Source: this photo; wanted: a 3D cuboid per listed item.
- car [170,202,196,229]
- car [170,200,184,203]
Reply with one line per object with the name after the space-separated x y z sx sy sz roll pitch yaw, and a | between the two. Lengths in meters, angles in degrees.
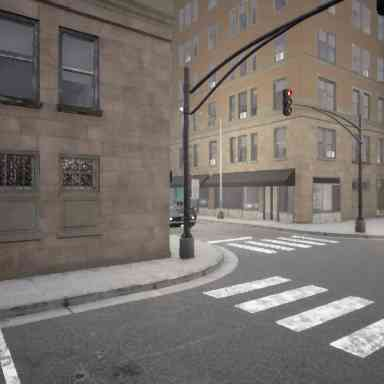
-1.779 1.502 19.818 1.895 1.301 4.718 0 0 -36 | car
-1.628 1.381 24.774 1.837 1.490 4.892 0 0 -36 | car
